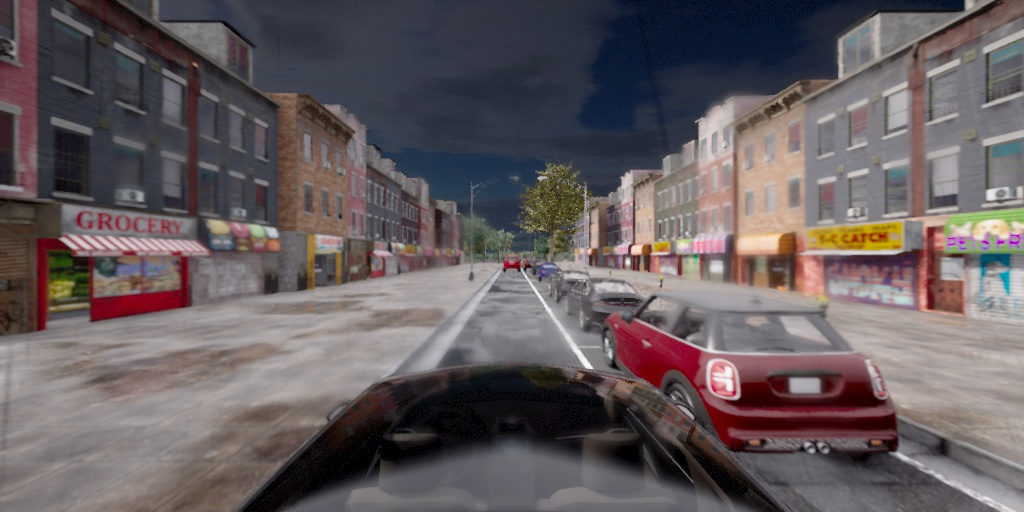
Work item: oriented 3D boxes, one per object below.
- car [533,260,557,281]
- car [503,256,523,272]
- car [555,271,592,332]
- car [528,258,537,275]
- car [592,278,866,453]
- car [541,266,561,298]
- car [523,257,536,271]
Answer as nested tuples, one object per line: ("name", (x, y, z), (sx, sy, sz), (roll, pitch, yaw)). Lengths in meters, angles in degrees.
("car", (3.022, 1.285, 29.627), (1.812, 1.442, 4.674), (0, 0, 0))
("car", (0.002, 0.968, 46.601), (2.150, 2.045, 5.566), (0, 0, 0))
("car", (2.637, 1.307, 10.711), (2.007, 1.370, 4.403), (0, 0, 0))
("car", (3.012, 1.238, 36.627), (1.882, 1.535, 5.008), (0, 0, 0))
("car", (2.638, 1.193, 5.164), (1.967, 1.591, 4.097), (0, 0, 0))
("car", (2.637, 1.308, 16.257), (2.007, 1.370, 4.403), (0, 0, 0))
("car", (2.634, 1.077, 49.532), (2.192, 1.841, 5.009), (0, 0, 0))
